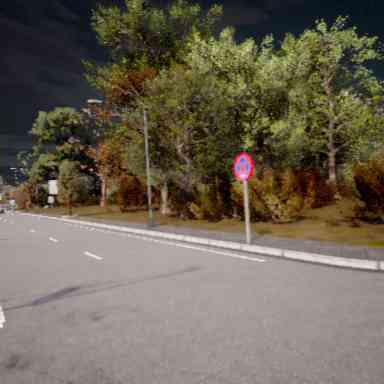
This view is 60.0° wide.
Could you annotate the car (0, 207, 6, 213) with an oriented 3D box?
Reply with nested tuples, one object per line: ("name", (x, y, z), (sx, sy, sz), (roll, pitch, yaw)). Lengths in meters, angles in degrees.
("car", (-42.719, 4.076, 74.045), (2.128, 1.511, 4.902), (-3, 0, -34))
